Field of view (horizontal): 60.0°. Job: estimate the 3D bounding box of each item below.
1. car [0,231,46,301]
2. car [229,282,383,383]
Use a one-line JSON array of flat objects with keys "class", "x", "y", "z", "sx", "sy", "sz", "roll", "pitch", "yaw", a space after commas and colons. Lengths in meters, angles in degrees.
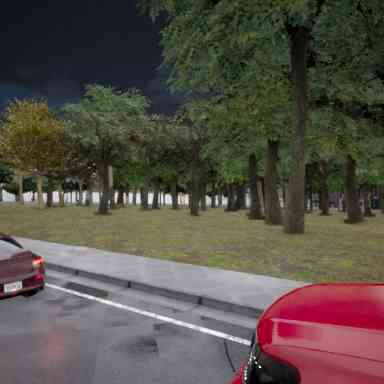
[{"class": "car", "x": -5.051, "y": 1.524, "z": 7.273, "sx": 4.674, "sy": 1.442, "sz": 1.812, "roll": 0, "pitch": 0, "yaw": 36}, {"class": "car", "x": 2.906, "y": 1.222, "z": 1.613, "sx": 5.566, "sy": 2.045, "sz": 2.150, "roll": 0, "pitch": 0, "yaw": 35}]
